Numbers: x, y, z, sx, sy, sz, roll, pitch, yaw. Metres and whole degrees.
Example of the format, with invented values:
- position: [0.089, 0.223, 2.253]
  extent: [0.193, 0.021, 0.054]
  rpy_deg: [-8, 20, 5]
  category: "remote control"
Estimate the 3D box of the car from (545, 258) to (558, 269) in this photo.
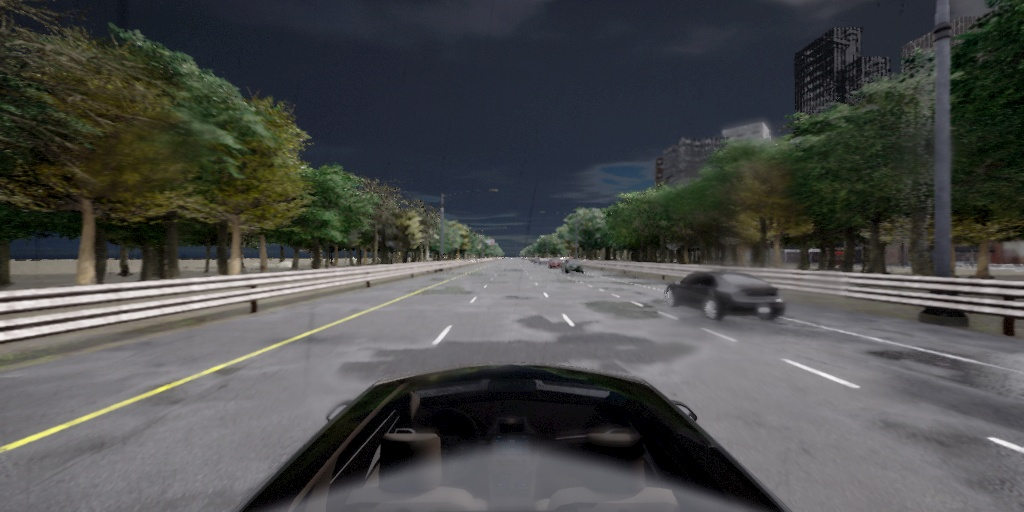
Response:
- position: [7.064, 1.161, 59.271]
  extent: [2.097, 1.767, 4.553]
  rpy_deg: [0, 0, 0]
  category: "car"

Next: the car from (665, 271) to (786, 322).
- position: [6.996, 1.260, 12.373]
  extent: [1.837, 1.490, 4.892]
  rpy_deg: [0, 0, 0]
  category: "car"

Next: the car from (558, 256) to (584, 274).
- position: [7.013, 1.138, 42.245]
  extent: [2.097, 1.767, 4.553]
  rpy_deg: [0, 0, 0]
  category: "car"
